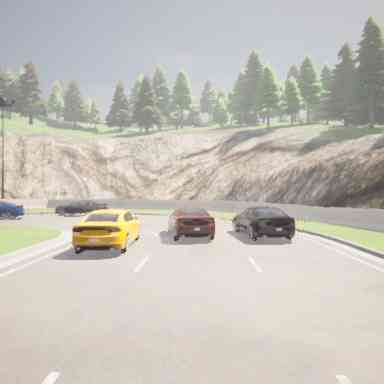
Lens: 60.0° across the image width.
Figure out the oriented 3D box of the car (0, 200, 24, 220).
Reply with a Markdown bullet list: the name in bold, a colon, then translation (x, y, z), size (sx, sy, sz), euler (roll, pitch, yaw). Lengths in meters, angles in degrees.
- **car**: translation (-16.309, 1.452, 26.792), size (5.008, 1.535, 1.882), euler (0, -1, -13)

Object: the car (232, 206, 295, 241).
- **car**: translation (3.468, 1.461, 16.811), size (1.882, 1.535, 5.008), euler (1, 0, -7)

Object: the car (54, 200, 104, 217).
- **car**: translation (-10.129, 1.461, 30.422), size (4.902, 1.511, 2.128), euler (0, 0, 11)

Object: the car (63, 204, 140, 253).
- **car**: translation (-3.328, 1.464, 13.659), size (1.882, 1.535, 5.008), euler (0, 0, -1)

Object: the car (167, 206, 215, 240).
- **car**: translation (-0.158, 1.461, 16.893), size (1.882, 1.535, 5.008), euler (0, 0, -9)
